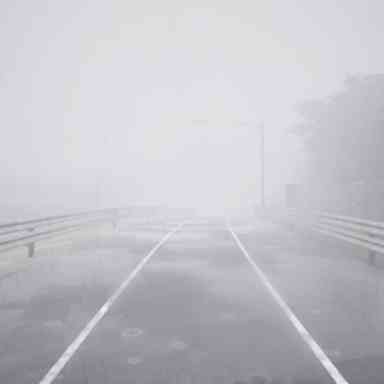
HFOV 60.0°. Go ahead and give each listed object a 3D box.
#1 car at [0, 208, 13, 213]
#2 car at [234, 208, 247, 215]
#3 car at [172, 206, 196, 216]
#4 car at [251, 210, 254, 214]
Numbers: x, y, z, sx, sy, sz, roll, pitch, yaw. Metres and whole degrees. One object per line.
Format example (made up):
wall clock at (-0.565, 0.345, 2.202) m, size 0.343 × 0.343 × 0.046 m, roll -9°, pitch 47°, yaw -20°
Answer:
car at (-21.839, 2.078, 36.219) m, size 4.181 × 1.385 × 1.994 m, roll 3°, pitch -4°, yaw -38°
car at (10.990, 4.393, 75.188) m, size 1.837 × 1.490 × 4.892 m, roll -2°, pitch -4°, yaw 27°
car at (-1.253, 3.227, 56.254) m, size 1.882 × 1.535 × 5.008 m, roll -2°, pitch -4°, yaw 38°
car at (17.287, 5.404, 90.549) m, size 1.895 × 1.301 × 4.718 m, roll -1°, pitch -4°, yaw 17°
